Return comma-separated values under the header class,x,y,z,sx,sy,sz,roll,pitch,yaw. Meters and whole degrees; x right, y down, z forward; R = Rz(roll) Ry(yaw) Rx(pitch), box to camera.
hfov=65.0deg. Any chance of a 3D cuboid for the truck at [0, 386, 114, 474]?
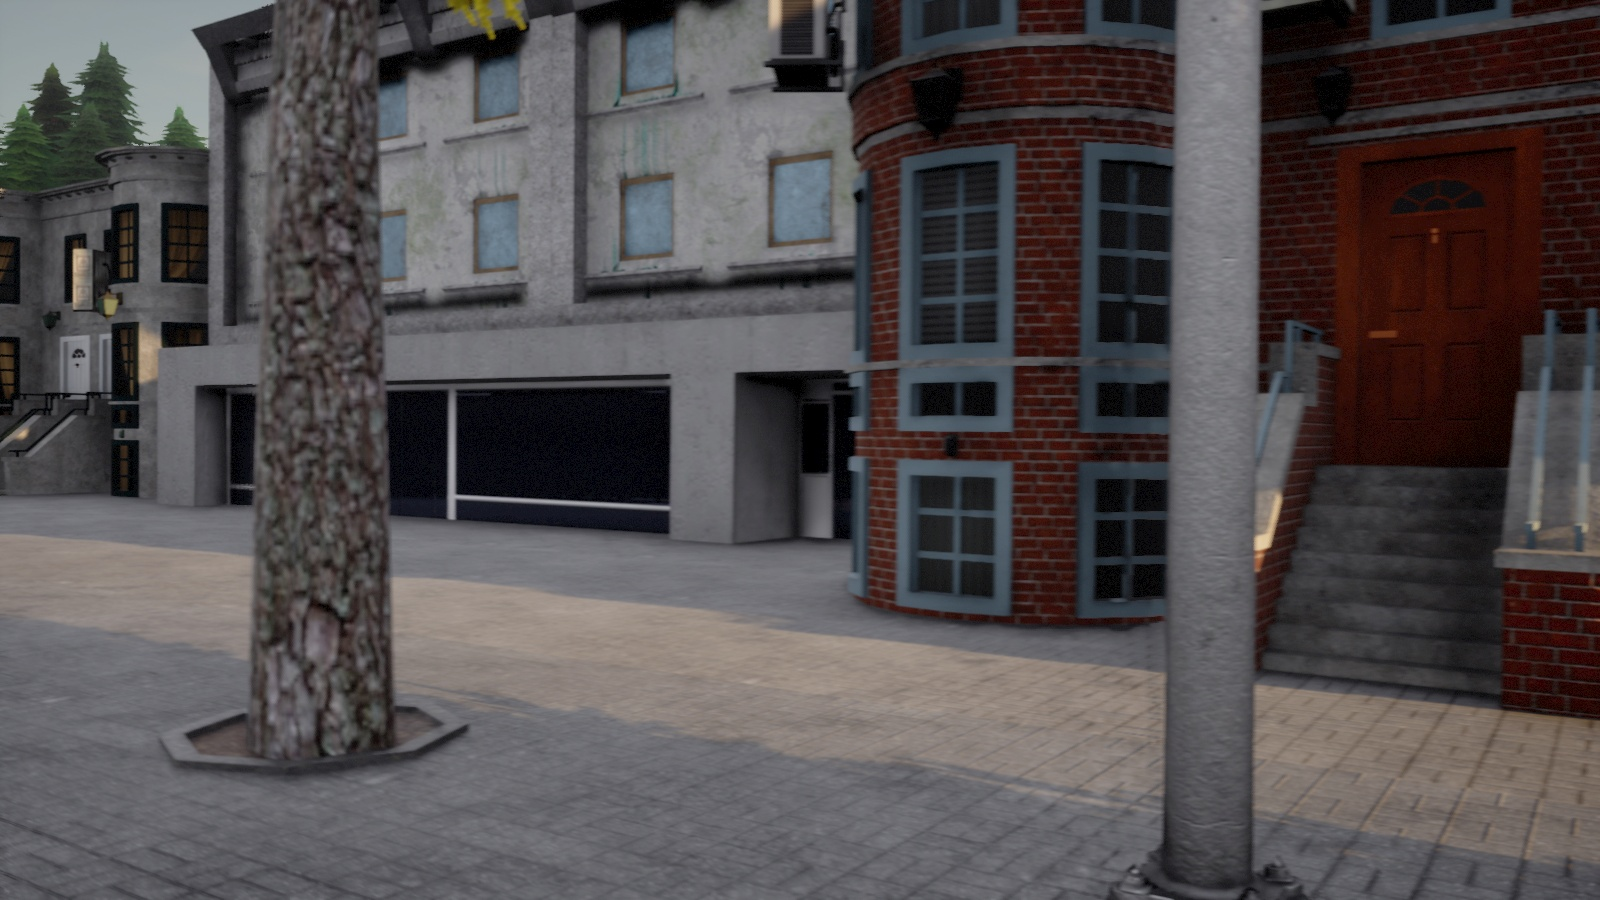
class,x,y,z,sx,sy,sz,roll,pitch,yaw
truck,-35.694,-0.875,56.073,2.891,3.827,8.468,0,1,34
